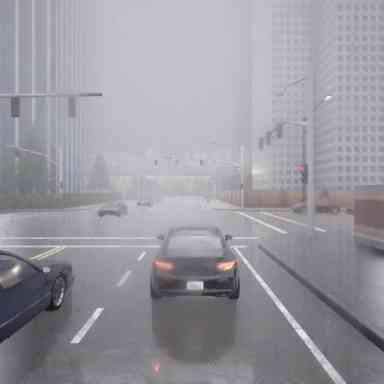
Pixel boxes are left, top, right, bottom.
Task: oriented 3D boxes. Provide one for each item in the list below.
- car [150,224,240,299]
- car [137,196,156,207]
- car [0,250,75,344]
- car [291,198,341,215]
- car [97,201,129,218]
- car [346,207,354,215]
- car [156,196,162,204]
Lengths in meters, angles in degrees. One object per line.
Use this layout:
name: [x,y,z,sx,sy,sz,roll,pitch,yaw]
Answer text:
car: [0.070,1.526,8.309,1.812,1.442,4.674,0,0,0]
car: [-7.140,1.490,50.401,2.128,1.511,4.902,0,0,0]
car: [-3.445,1.547,4.713,2.033,1.411,5.357,0,0,1]
car: [12.383,1.352,33.512,4.553,1.767,2.097,0,0,0]
car: [-7.129,1.547,30.645,2.033,1.411,5.357,0,0,0]
car: [16.856,1.547,29.994,5.357,1.411,2.033,0,0,0]
car: [-7.088,1.491,65.710,2.128,1.511,4.902,0,0,0]
